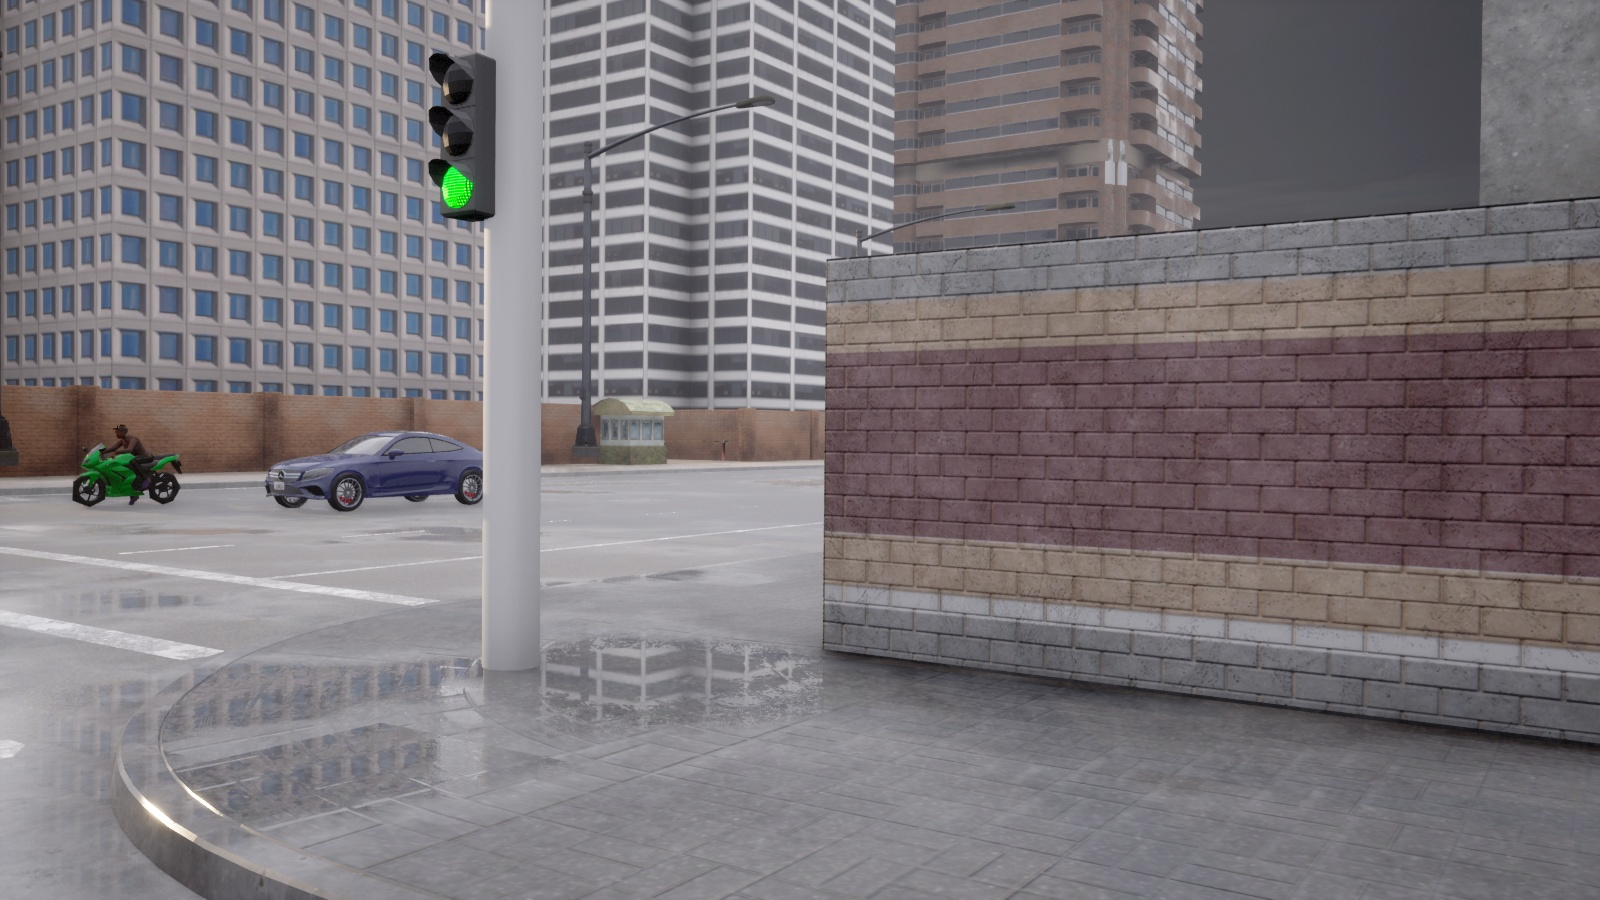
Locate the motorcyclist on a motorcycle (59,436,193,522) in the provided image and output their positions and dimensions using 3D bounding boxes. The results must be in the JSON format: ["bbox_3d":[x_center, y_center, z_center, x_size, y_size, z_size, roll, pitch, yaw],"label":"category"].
[{"bbox_3d":[-12.533,0.507,23.413,0.797,1.523,2.044,0,1,34],"label":"motorcyclist on a motorcycle"}]

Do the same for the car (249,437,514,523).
[{"bbox_3d":[-7.867,0.500,24.070,1.812,1.442,4.674,0,1,34],"label":"car"}]
